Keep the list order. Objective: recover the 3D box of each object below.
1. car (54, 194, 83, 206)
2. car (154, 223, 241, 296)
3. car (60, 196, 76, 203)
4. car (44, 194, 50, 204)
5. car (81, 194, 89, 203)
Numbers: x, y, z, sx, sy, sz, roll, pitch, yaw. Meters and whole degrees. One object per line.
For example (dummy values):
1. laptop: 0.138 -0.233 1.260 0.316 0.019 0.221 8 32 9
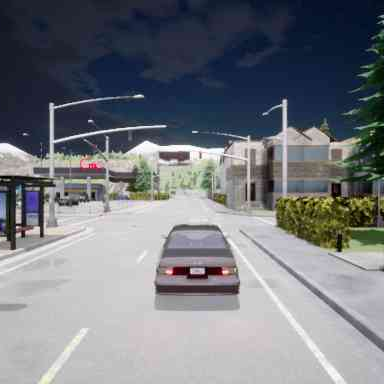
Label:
1. car: -18.896 1.488 51.033 2.007 1.523 4.514 0 0 0
2. car: 0.105 1.547 8.828 2.033 1.411 5.357 0 0 0
3. car: -25.916 1.551 69.508 1.970 1.475 3.806 0 0 0
4. car: -25.859 1.288 61.029 1.932 1.855 4.605 0 0 0
5. car: -22.590 1.267 68.904 1.905 1.878 3.866 0 0 0
